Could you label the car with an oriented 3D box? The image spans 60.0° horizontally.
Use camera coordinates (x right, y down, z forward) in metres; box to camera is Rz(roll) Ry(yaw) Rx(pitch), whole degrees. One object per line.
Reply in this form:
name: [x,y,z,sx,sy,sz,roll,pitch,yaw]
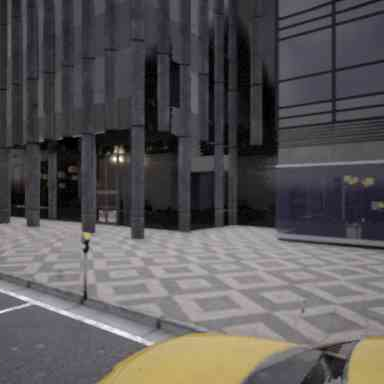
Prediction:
car: [1.305,1.526,1.917,4.829,1.417,1.752,0,0,35]
